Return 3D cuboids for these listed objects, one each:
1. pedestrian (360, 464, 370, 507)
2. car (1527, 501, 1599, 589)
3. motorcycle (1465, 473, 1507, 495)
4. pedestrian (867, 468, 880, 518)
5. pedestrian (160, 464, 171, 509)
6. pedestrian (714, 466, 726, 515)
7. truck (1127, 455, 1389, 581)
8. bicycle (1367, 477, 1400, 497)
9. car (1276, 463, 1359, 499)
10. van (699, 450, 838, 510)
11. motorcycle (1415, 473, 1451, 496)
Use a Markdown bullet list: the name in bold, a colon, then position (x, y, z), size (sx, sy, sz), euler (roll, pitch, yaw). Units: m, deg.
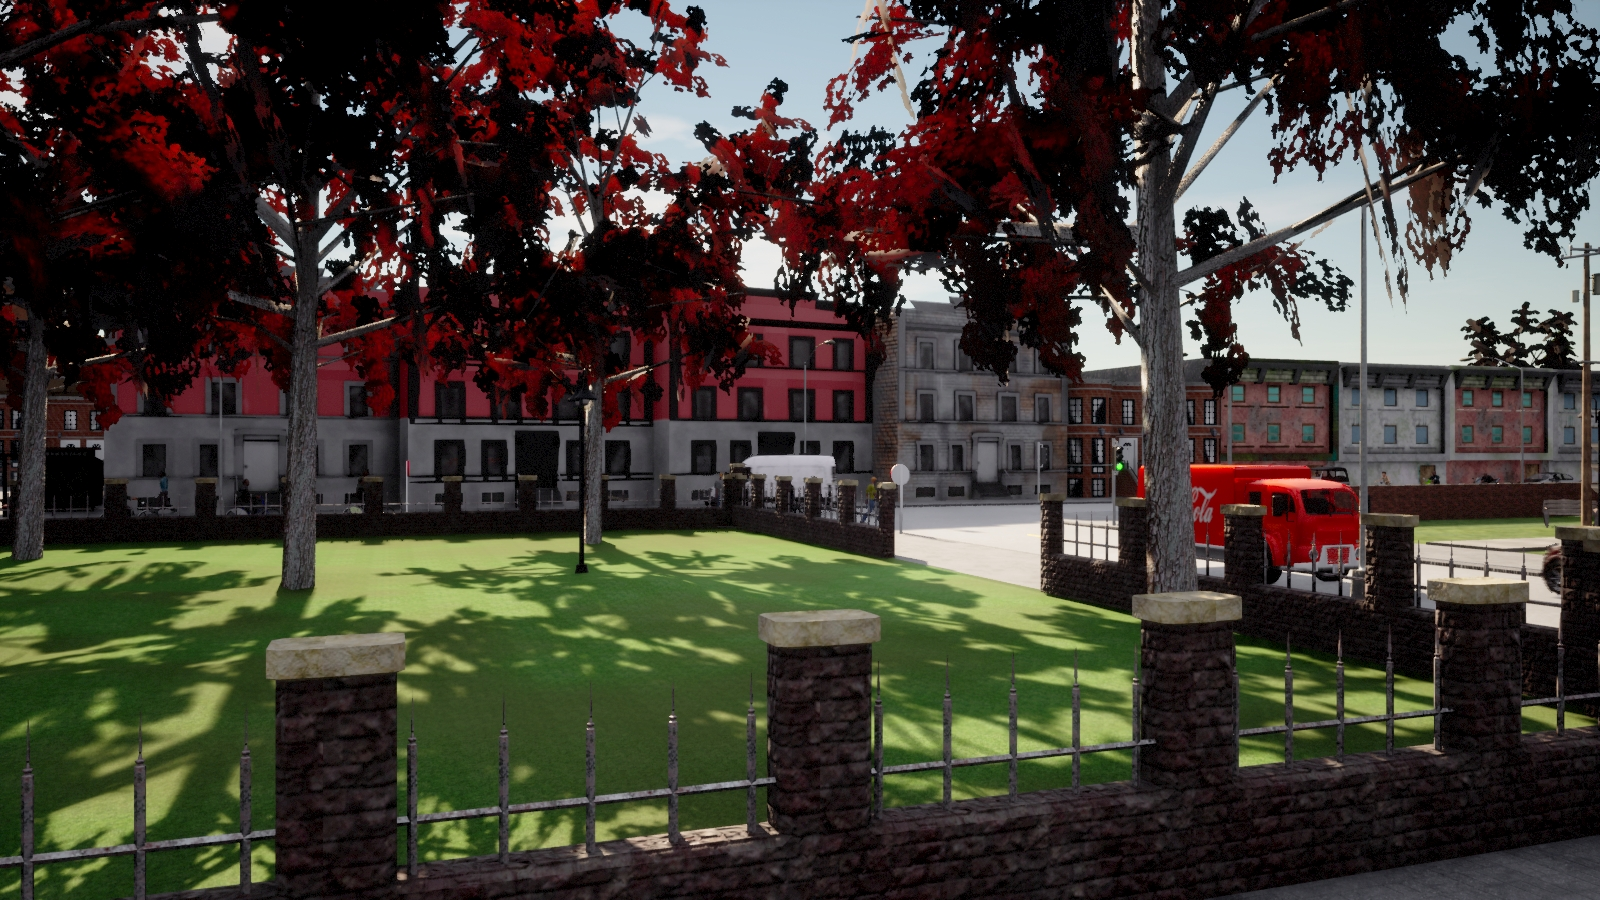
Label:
- **pedestrian**: position (-18.777, 1.524, 49.348), size (0.375, 1.860, 0.375), euler (0, 0, -15)
- **car**: position (15.788, 1.806, 21.055), size (1.789, 1.549, 3.705), euler (0, 0, -20)
- **motorcycle**: position (39.853, 1.985, 66.375), size (2.209, 1.251, 0.867), euler (0, 0, -20)
- **pedestrian**: position (2.754, 1.628, 42.941), size (0.375, 1.860, 0.375), euler (0, 0, -13)
- **pedestrian**: position (-26.382, 1.522, 47.532), size (0.375, 1.860, 0.375), euler (0, 0, -25)
- **pedestrian**: position (-3.049, 1.526, 43.627), size (0.375, 1.860, 0.375), euler (0, 0, 16)
- **truck**: position (9.964, 1.348, 25.442), size (2.627, 2.467, 5.204), euler (0, 0, -20)
- **bicycle**: position (32.543, 2.036, 63.766), size (1.487, 1.080, 0.859), euler (0, 0, -20)
- **car**: position (28.140, 1.638, 62.162), size (3.866, 1.878, 1.905), euler (0, 0, -20)
- **van**: position (-1.350, 1.314, 50.607), size (5.915, 2.561, 1.988), euler (0, -1, 8)
- **motorcycle**: position (36.002, 1.962, 64.979), size (1.805, 1.236, 0.856), euler (0, 0, -20)
